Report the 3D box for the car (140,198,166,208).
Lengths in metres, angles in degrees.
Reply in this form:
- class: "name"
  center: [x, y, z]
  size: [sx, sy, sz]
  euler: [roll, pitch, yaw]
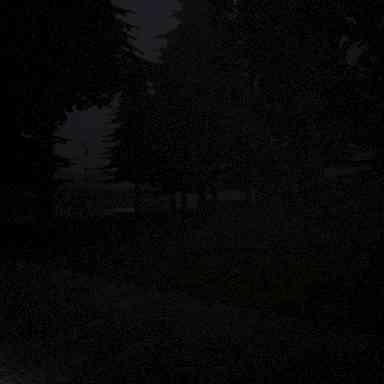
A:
- class: "car"
  center: [-6.669, 1.625, 55.011]
  size: [2.150, 2.045, 5.566]
  euler: [-1, -1, 36]
